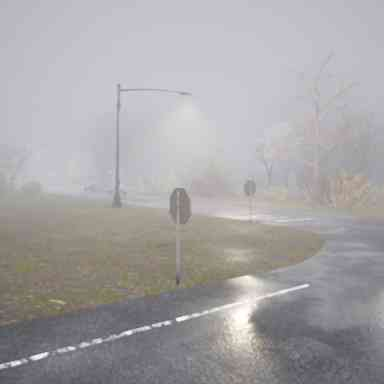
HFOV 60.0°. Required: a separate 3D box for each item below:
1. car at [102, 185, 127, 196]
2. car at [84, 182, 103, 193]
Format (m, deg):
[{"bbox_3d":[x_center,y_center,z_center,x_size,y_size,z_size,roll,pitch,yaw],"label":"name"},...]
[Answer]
[{"bbox_3d":[-11.874,-0.118,51.744,1.895,1.301,4.718,0,2,-36],"label":"car"},{"bbox_3d":[-17.702,-0.819,59.860,2.150,2.045,5.566,0,2,-36],"label":"car"}]
